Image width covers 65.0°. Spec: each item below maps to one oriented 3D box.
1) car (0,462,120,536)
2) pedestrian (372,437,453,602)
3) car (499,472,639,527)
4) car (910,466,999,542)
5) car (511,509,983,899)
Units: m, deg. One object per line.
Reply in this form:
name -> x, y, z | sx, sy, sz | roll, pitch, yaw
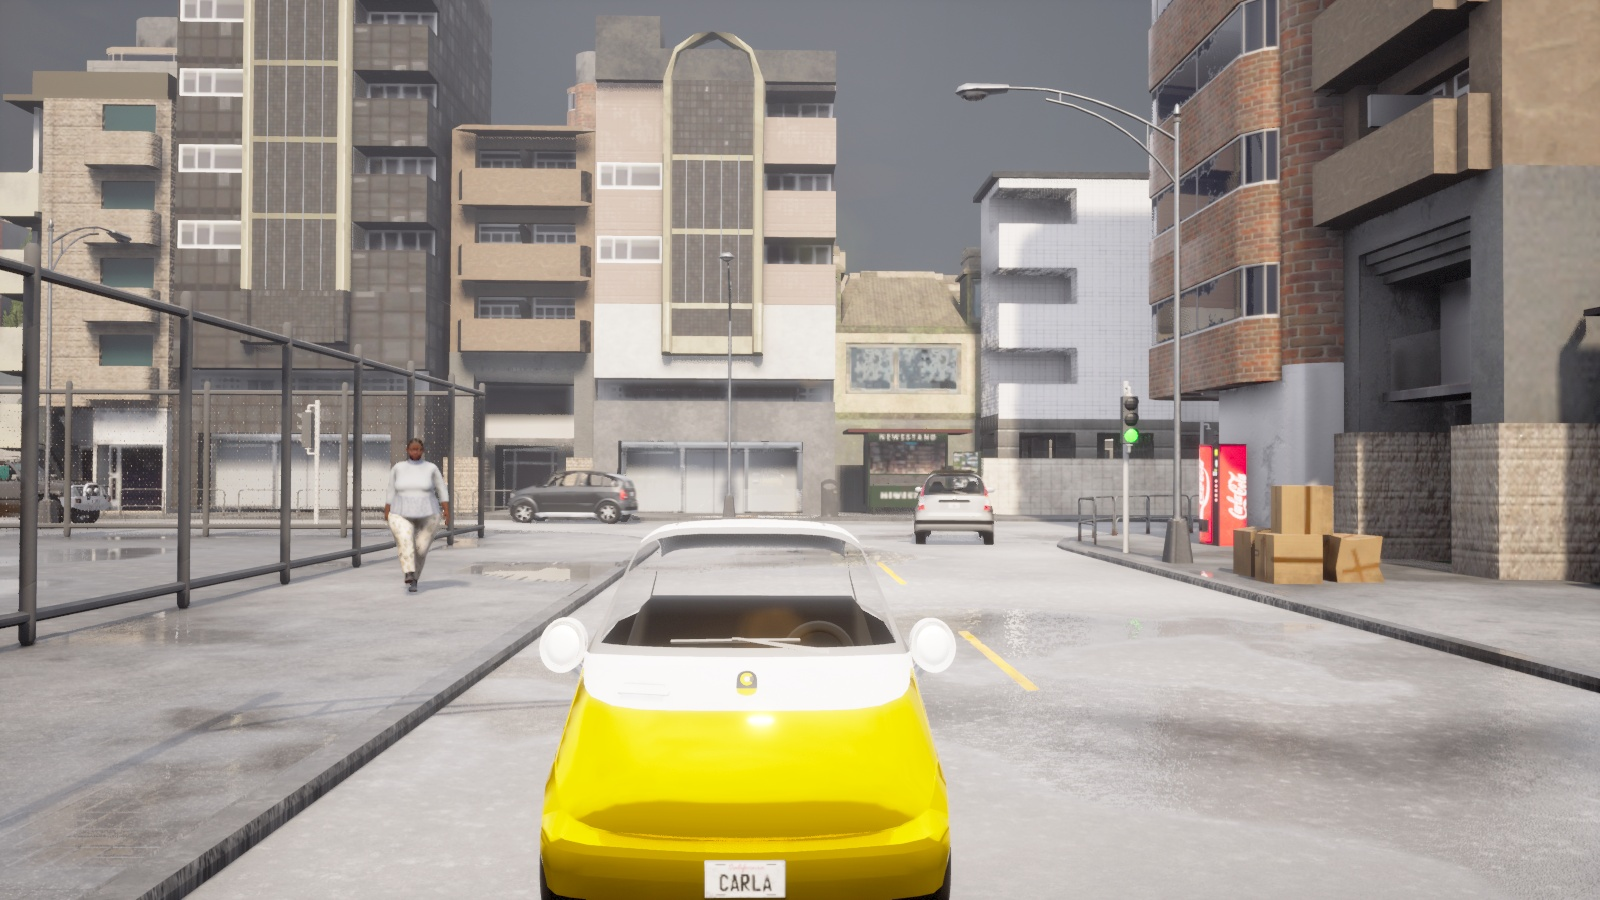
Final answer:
car -> -20.481, 1.259, 32.573 | 4.605, 1.855, 1.932 | 0, -1, -1
pedestrian -> -4.534, 0.789, 14.730 | 0.874, 1.855, 0.900 | 0, -1, -16
car -> -6.736, 1.438, 36.865 | 3.705, 1.549, 1.789 | 0, -1, 5
car -> 3.552, 1.179, 28.679 | 1.851, 1.617, 3.988 | 0, -1, 8
car -> -0.190, 0.955, 5.061 | 1.481, 1.376, 2.207 | 0, -1, -1
